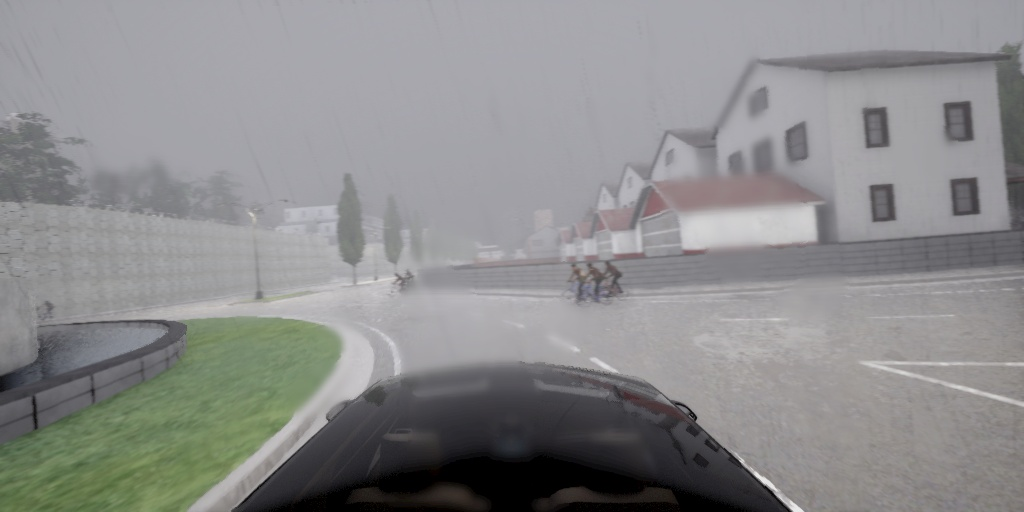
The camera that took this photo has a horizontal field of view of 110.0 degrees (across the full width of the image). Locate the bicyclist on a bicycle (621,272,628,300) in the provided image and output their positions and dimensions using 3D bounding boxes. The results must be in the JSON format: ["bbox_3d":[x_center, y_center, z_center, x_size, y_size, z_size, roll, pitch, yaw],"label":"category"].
[{"bbox_3d":[3.896,0.994,13.979,1.656,1.620,0.582,-3,-1,-28],"label":"bicyclist on a bicycle"}]

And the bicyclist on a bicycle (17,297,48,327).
[{"bbox_3d":[-33.284,3.877,24.914,0.582,1.620,1.656,-4,9,-32],"label":"bicyclist on a bicycle"}]

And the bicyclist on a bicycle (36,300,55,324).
[{"bbox_3d":[-32.764,3.877,25.260,0.582,1.620,1.656,6,0,-29],"label":"bicyclist on a bicycle"}]

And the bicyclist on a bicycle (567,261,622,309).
[{"bbox_3d":[2.994,1.057,12.972,1.656,1.620,0.582,-4,0,-27],"label":"bicyclist on a bicycle"}]

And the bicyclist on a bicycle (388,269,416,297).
[{"bbox_3d":[-7.833,1.983,24.957,1.656,1.620,0.582,-5,0,-27],"label":"bicyclist on a bicycle"}]

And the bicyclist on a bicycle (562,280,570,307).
[{"bbox_3d":[2.559,1.096,13.802,1.656,1.620,0.582,-4,0,-29],"label":"bicyclist on a bicycle"}]
